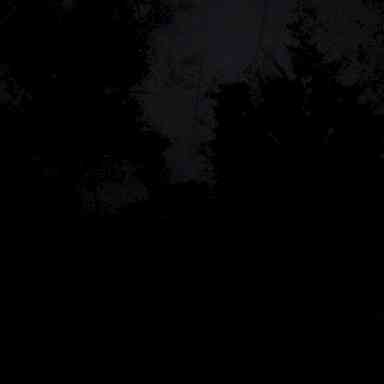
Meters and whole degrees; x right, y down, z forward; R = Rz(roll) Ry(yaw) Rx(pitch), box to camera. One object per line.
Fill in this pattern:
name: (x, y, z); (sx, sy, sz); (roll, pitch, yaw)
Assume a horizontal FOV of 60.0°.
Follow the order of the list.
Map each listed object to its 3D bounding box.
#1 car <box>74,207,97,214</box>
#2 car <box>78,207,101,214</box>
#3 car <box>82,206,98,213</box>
car: (-26.760, 4.638, 83.397); (5.008, 1.535, 2.097); (1, -3, -34)
car: (-24.913, 4.485, 80.699); (4.892, 1.521, 2.231); (1, -3, -34)
car: (-23.075, 4.369, 77.989); (4.674, 1.452, 2.002); (1, -3, -34)
